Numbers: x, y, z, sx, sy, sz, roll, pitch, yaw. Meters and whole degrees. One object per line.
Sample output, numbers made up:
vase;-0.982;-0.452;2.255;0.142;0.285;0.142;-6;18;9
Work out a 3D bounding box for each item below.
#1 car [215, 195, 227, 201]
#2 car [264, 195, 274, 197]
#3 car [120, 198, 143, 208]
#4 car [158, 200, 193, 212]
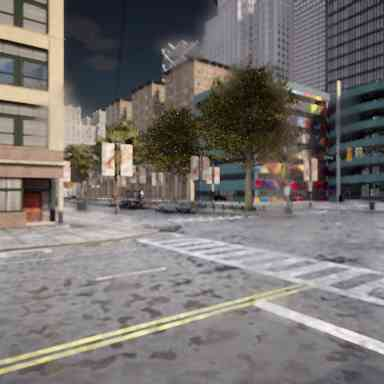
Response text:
car;6.229;1.383;79.744;2.161;1.482;4.786;0;0;-36
car;16.697;1.286;72.249;2.002;1.452;4.674;0;0;-36
car;-8.640;1.551;47.491;1.994;1.385;4.181;0;0;-36
car;-1.911;1.589;38.069;1.895;1.301;4.718;0;0;-36
